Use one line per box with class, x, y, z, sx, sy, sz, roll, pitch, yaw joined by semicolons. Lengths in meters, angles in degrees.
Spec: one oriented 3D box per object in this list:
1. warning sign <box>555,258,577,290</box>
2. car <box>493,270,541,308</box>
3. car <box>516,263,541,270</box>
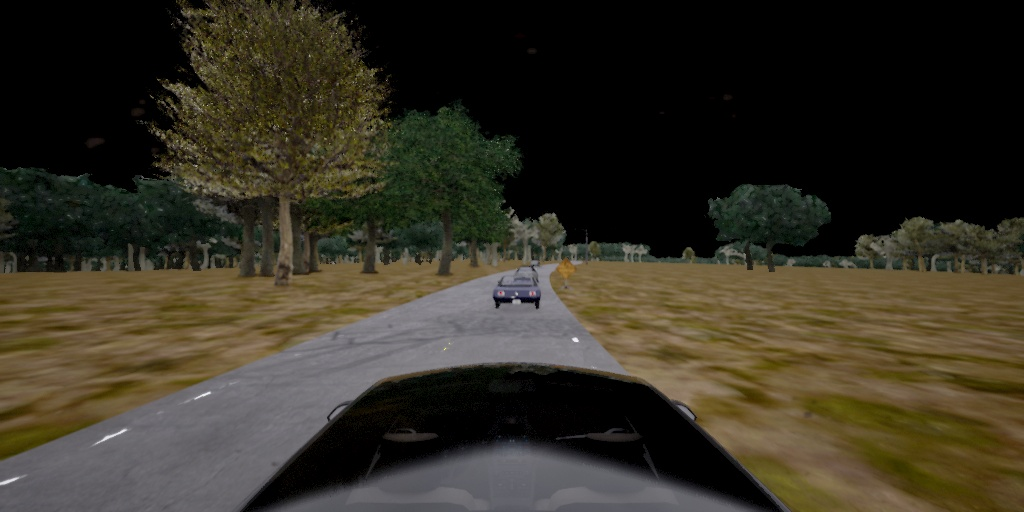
warning sign;3.182;1.033;21.129;1.300;1.860;1.060;0;0;3
car;0.276;1.474;15.865;1.895;1.301;4.718;0;0;2
car;1.240;1.551;31.000;1.994;1.385;4.181;0;0;5
